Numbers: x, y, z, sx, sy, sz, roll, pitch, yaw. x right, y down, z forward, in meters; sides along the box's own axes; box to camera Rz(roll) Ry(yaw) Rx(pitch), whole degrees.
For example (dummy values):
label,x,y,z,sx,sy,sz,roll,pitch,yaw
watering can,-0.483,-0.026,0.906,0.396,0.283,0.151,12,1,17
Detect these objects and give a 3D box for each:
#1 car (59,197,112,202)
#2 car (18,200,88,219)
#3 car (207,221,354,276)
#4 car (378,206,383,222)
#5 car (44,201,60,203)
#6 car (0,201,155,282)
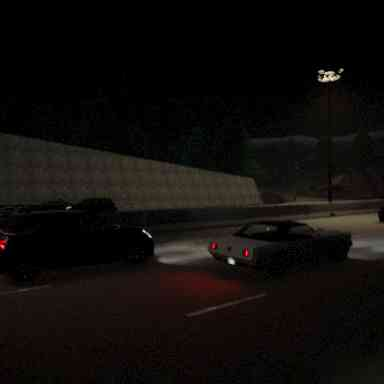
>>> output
label,x,y,z,sx,sy,sz,roll,pitch,yaw
car,-8.613,1.263,27.872,4.553,1.767,2.097,-1,0,-35
car,-12.277,1.479,29.575,5.357,1.411,2.033,-1,0,-35
car,2.851,1.521,10.076,4.718,1.301,1.895,-1,0,-35
car,14.456,1.279,22.654,4.674,1.442,1.812,-1,0,-35
car,-10.180,1.471,18.204,4.902,1.511,2.128,-1,0,-35
car,-3.384,1.324,9.928,4.553,1.767,2.097,-1,0,-35
